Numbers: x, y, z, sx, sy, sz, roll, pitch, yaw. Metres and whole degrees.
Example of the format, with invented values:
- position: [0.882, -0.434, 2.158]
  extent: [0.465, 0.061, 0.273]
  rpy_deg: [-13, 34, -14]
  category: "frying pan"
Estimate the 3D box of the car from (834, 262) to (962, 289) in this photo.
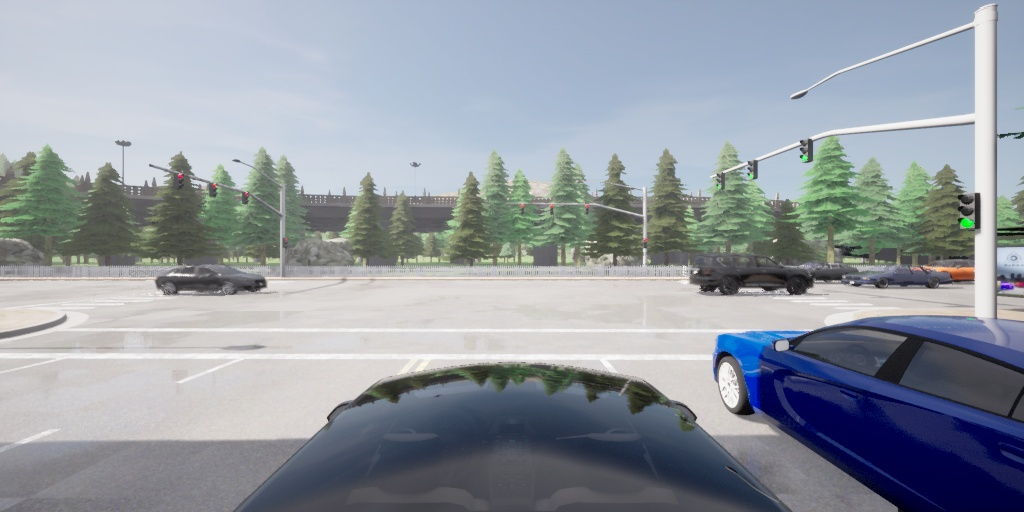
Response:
- position: [23.559, 1.242, 22.025]
  extent: [5.357, 1.411, 2.033]
  rpy_deg: [0, 0, 0]
  category: "car"

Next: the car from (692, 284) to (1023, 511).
- position: [3.641, 1.228, 2.940]
  extent: [1.882, 1.535, 5.008]
  rpy_deg: [0, 0, 2]
  category: "car"

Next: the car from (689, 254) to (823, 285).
- position: [12.046, 0.918, 18.329]
  extent: [5.566, 2.045, 2.150]
  rpy_deg: [0, 0, 0]
  category: "car"

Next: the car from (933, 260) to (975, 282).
- position: [30.842, 1.046, 25.358]
  extent: [4.553, 1.767, 2.097]
  rpy_deg: [0, 0, 2]
  category: "car"

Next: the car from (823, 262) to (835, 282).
- position: [21.751, 1.186, 25.510]
  extent: [4.902, 1.511, 2.128]
  rpy_deg: [0, 0, 0]
  category: "car"

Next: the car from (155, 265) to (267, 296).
- position: [-15.295, 1.200, 18.361]
  extent: [4.892, 1.490, 1.837]
  rpy_deg: [0, 0, 0]
  category: "car"
